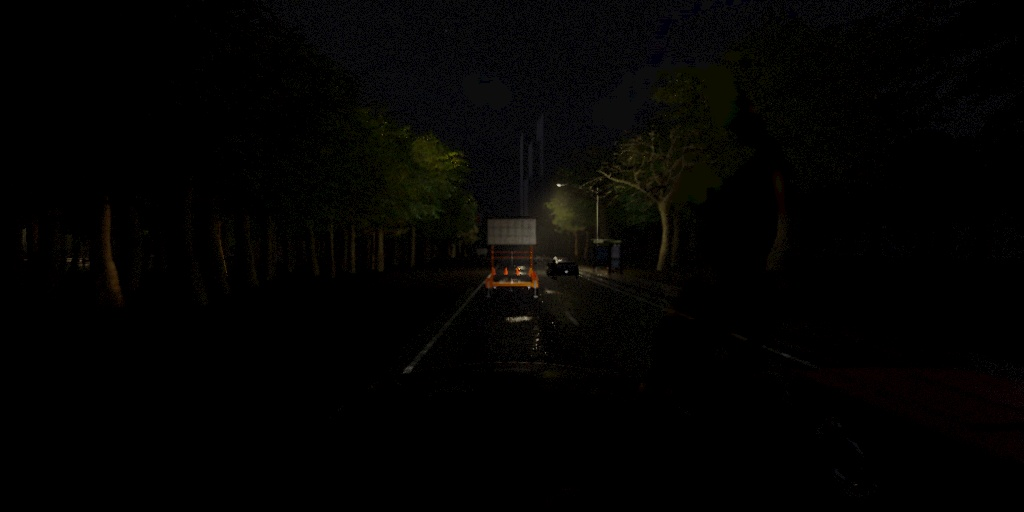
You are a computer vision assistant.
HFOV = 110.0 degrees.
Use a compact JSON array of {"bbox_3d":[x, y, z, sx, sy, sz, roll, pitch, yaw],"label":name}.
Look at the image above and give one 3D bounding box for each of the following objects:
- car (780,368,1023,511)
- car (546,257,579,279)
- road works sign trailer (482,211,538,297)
[{"bbox_3d":[3.600,1.357,1.389,1.895,1.301,4.718,0,1,0],"label":"car"},{"bbox_3d":[3.603,0.803,26.095,2.128,1.511,4.902,0,1,0],"label":"car"},{"bbox_3d":[0.002,-0.058,16.686,2.380,3.560,2.880,0,0,0],"label":"road works sign trailer"}]
